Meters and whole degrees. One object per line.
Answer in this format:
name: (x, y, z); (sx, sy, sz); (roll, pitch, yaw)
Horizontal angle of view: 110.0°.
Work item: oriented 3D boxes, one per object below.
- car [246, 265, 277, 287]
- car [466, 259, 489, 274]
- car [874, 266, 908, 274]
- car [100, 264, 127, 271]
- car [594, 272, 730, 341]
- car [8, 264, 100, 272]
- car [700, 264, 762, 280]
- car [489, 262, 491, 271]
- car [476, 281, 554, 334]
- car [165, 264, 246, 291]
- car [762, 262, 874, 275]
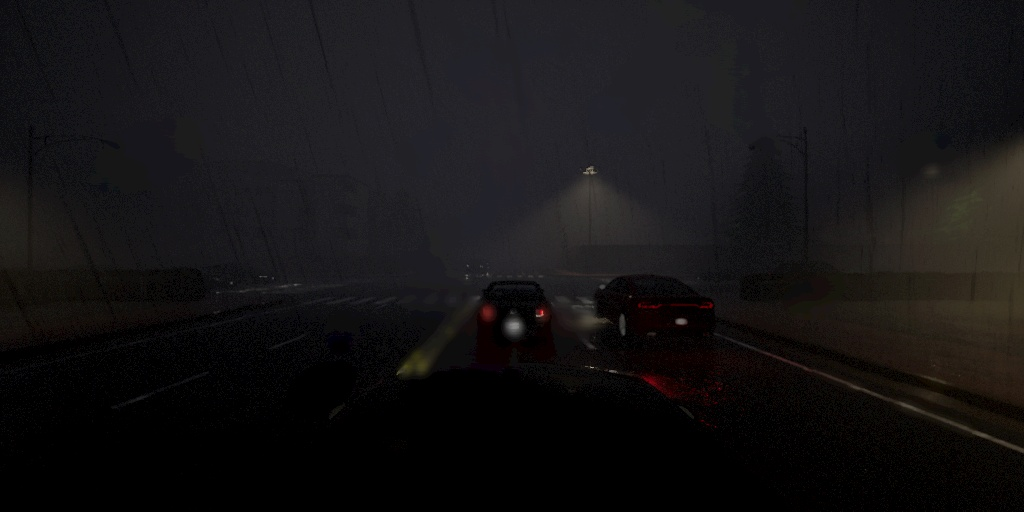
car: (-19.023, 1.320, 24.849); (4.892, 1.490, 1.837); (0, 0, -2)
car: (-4.268, 1.202, 43.150); (2.097, 1.767, 4.553); (0, 0, 1)
car: (27.940, 1.426, 28.279); (4.718, 1.301, 1.895); (0, 0, 1)
car: (-28.180, 1.318, 24.779); (4.892, 1.490, 1.837); (1, 0, 0)
car: (3.634, 1.251, 10.056); (1.882, 1.535, 5.008); (0, 0, 1)
car: (-27.994, 1.331, 21.282); (4.674, 1.442, 1.812); (0, 0, 0)
car: (17.426, 1.373, 28.369); (5.357, 1.411, 2.033); (0, 0, 0)
car: (-4.230, 1.230, 53.061); (2.097, 1.767, 4.553); (0, 0, 0)
car: (0.059, 1.376, 10.679); (1.895, 1.301, 4.718); (0, 0, 0)
car: (-18.990, 1.331, 21.293); (4.674, 1.442, 1.812); (0, 0, 0)
car: (17.965, 1.157, 21.237); (4.553, 1.767, 2.097); (0, 0, 1)
